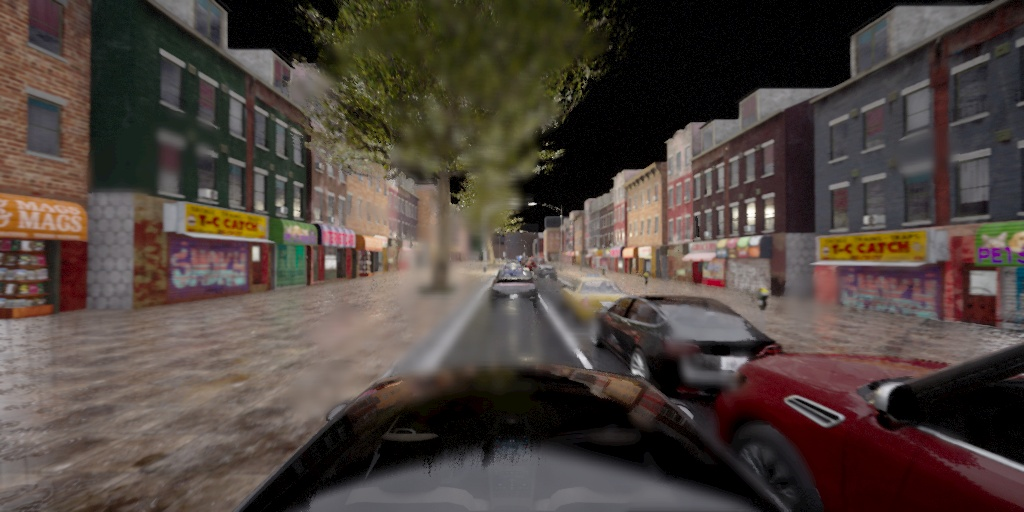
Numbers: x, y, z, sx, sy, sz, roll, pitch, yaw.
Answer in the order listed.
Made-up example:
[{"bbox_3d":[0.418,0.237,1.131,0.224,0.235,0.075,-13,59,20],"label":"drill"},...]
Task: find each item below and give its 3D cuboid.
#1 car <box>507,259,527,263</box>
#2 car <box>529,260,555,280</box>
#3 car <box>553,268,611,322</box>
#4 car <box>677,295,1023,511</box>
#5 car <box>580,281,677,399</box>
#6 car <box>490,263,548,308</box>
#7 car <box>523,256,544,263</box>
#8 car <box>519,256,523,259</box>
[{"bbox_3d":[0.117,1.257,34.419,2.033,1.411,5.357,0,0,0],"label":"car"},{"bbox_3d":[2.653,1.272,28.502,2.007,1.370,4.403,0,0,0],"label":"car"},{"bbox_3d":[2.644,1.269,12.047,1.751,1.417,4.829,0,0,0],"label":"car"},{"bbox_3d":[2.638,1.065,0.793,2.192,1.841,5.009,0,0,0],"label":"car"},{"bbox_3d":[2.641,1.313,6.335,1.948,1.339,4.313,0,0,0],"label":"car"},{"bbox_3d":[0.109,1.232,15.135,2.128,1.511,4.902,0,0,0],"label":"car"},{"bbox_3d":[2.659,1.013,39.584,2.192,1.841,5.009,0,0,0],"label":"car"},{"bbox_3d":[2.668,0.976,56.207,2.192,1.841,5.009,0,0,0],"label":"car"}]
